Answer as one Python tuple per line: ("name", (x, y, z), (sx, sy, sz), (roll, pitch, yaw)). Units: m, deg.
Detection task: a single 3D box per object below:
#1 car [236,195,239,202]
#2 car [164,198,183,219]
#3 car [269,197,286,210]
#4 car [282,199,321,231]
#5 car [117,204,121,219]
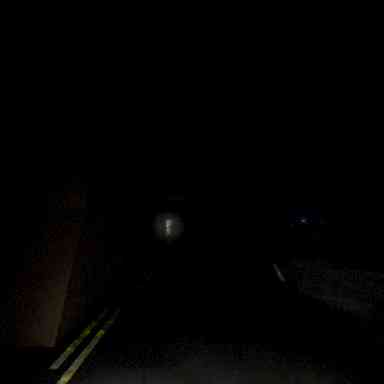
("car", (8.391, 1.225, 61.905), (2.128, 1.511, 4.902), (0, 0, 24))
("car", (-2.080, 1.336, 28.236), (1.882, 1.535, 5.008), (0, 0, 19))
("car", (10.586, 1.320, 40.351), (1.882, 1.535, 5.008), (0, 0, 23))
("car", (6.683, 1.402, 20.373), (1.882, 1.535, 5.008), (0, 0, 15))
("car", (-6.985, 1.214, 24.036), (2.097, 1.767, 4.553), (0, 0, 16))
